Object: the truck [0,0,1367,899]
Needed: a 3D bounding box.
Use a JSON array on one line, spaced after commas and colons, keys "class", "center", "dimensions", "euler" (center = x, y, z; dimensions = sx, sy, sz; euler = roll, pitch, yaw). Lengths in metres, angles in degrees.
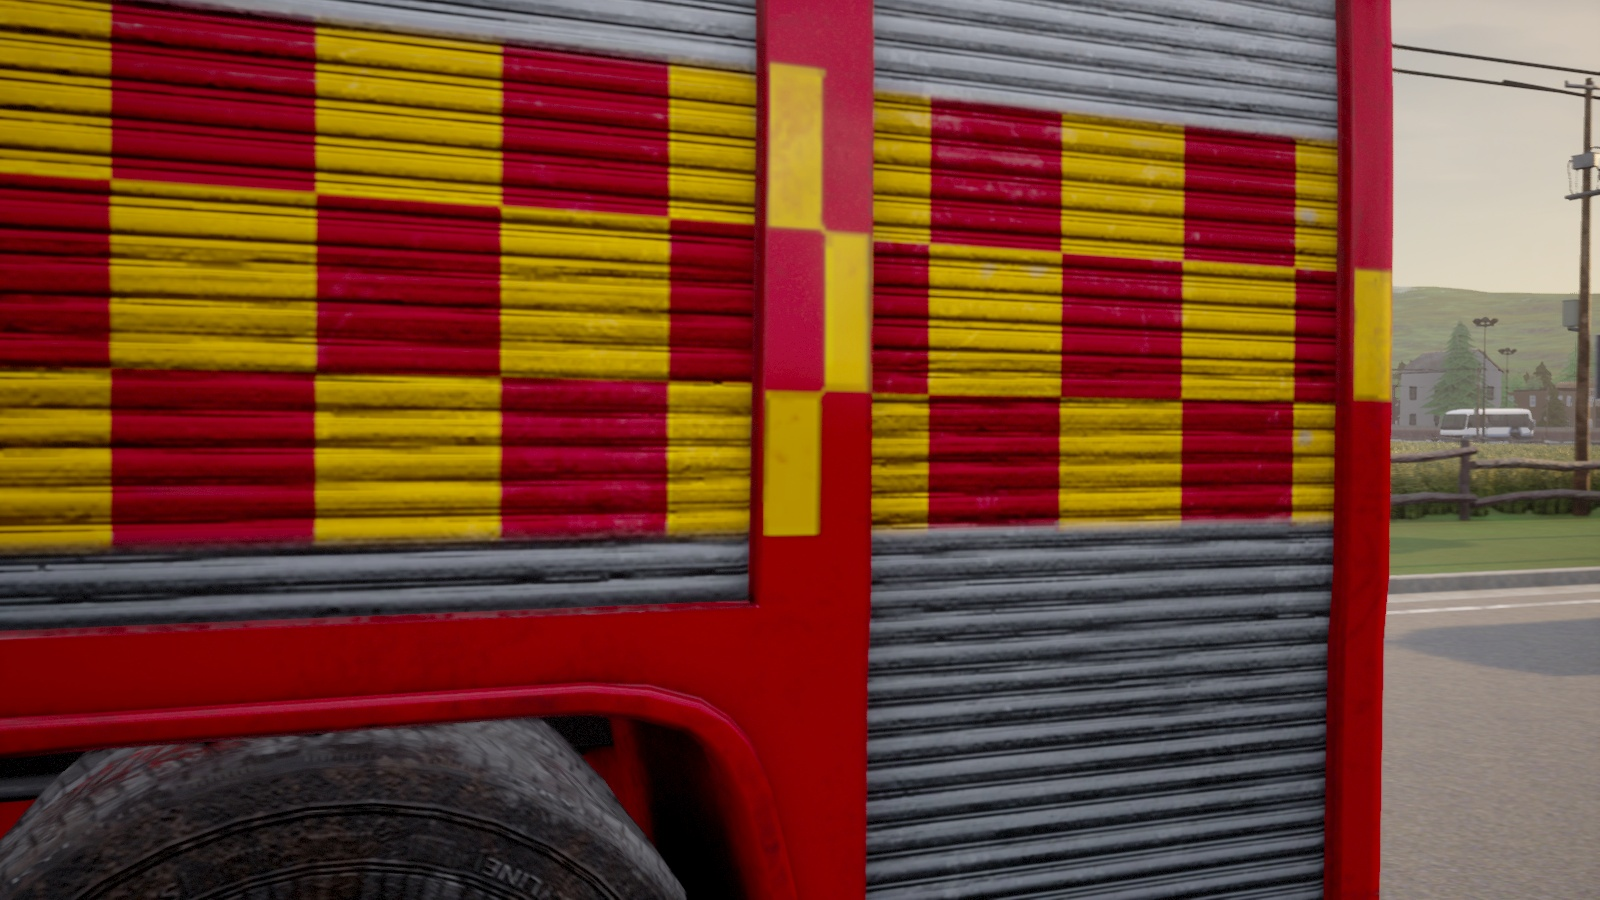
[{"class": "truck", "center": [-3.572, -0.353, 1.868], "dimensions": [8.468, 3.827, 2.891], "euler": [-1, 1, -21]}]
